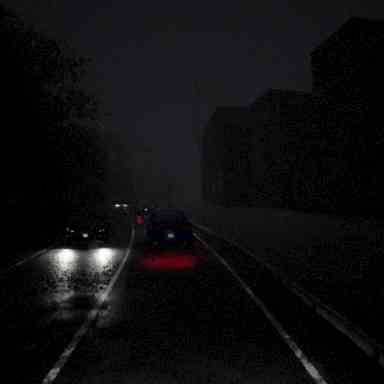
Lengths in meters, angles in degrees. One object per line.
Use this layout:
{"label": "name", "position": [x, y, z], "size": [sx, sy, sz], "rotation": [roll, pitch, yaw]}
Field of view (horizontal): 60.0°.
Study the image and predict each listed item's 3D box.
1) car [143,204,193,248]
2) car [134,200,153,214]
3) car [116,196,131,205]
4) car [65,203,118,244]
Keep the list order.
{"label": "car", "position": [-1.139, 1.524, 15.202], "size": [1.882, 1.535, 5.008], "rotation": [1, 0, -7]}
{"label": "car", "position": [-5.138, 1.537, 35.731], "size": [1.812, 1.442, 4.674], "rotation": [1, 0, -13]}
{"label": "car", "position": [-11.793, 1.417, 57.473], "size": [2.033, 1.411, 5.357], "rotation": [0, 0, -1]}
{"label": "car", "position": [-4.691, 1.518, 15.931], "size": [1.837, 1.490, 4.892], "rotation": [1, 0, -9]}
